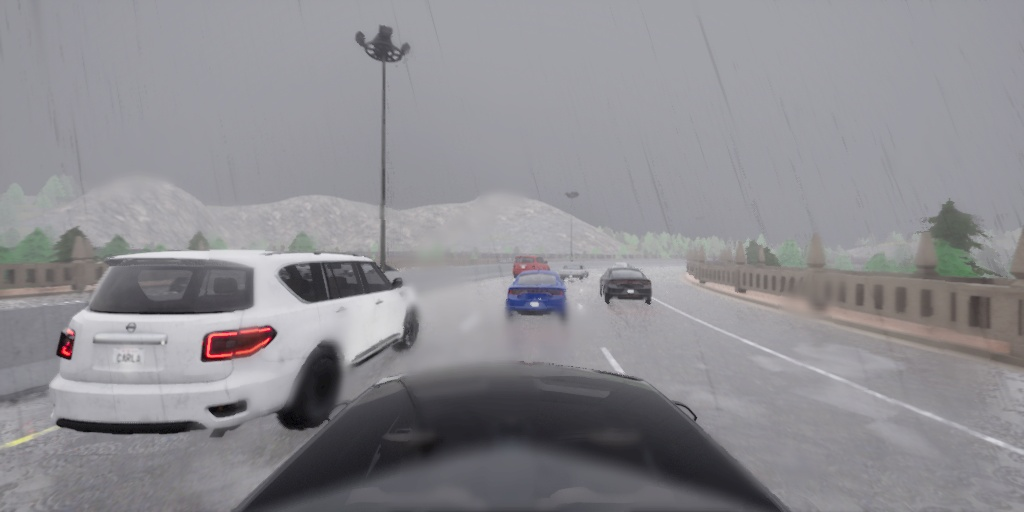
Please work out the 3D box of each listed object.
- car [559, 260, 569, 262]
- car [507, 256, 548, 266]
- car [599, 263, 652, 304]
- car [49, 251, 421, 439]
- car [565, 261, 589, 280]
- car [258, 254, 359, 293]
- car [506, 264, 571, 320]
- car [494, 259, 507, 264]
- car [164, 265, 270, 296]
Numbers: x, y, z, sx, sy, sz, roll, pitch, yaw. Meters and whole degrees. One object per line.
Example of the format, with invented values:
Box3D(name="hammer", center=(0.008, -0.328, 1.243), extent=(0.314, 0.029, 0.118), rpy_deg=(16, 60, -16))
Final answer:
Box3D(name="car", center=(8.898, 1.372, 60.302), extent=(1.994, 1.385, 4.181), rpy_deg=(0, 0, 36))
Box3D(name="car", center=(1.747, 0.988, 31.287), extent=(2.150, 2.045, 5.566), rpy_deg=(0, 0, 19))
Box3D(name="car", center=(5.154, 1.257, 16.709), extent=(1.882, 1.535, 5.008), rpy_deg=(0, 0, 10))
Box3D(name="car", center=(-3.203, 0.957, 5.776), extent=(2.150, 2.045, 5.566), rpy_deg=(0, 0, 2))
Box3D(name="car", center=(5.601, 1.386, 31.690), extent=(1.895, 1.301, 4.718), rpy_deg=(0, 0, 20))
Box3D(name="car", center=(-11.907, 0.918, 21.601), extent=(2.150, 2.045, 5.566), rpy_deg=(0, 0, 12))
Box3D(name="car", center=(0.984, 1.235, 12.740), extent=(1.882, 1.535, 5.008), rpy_deg=(0, 0, 7))
Box3D(name="car", center=(-1.058, 1.237, 58.072), extent=(1.882, 1.535, 5.008), rpy_deg=(0, 0, 33))
Box3D(name="car", center=(-15.793, 1.242, 19.544), extent=(1.994, 1.385, 4.181), rpy_deg=(0, 0, 10))
